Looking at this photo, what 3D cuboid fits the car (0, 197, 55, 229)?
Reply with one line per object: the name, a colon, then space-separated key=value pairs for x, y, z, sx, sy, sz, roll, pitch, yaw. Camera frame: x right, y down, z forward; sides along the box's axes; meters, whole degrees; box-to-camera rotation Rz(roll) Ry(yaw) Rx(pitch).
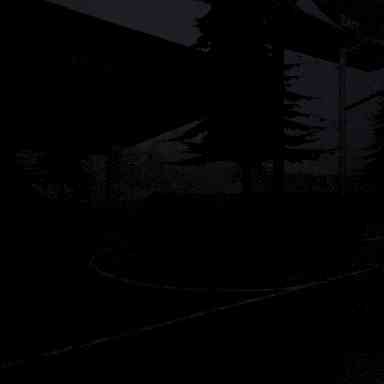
car: x=-11.886 y=1.313 z=23.526 sx=3.866 sy=1.878 sz=1.905 roll=0 pitch=0 yaw=-36
